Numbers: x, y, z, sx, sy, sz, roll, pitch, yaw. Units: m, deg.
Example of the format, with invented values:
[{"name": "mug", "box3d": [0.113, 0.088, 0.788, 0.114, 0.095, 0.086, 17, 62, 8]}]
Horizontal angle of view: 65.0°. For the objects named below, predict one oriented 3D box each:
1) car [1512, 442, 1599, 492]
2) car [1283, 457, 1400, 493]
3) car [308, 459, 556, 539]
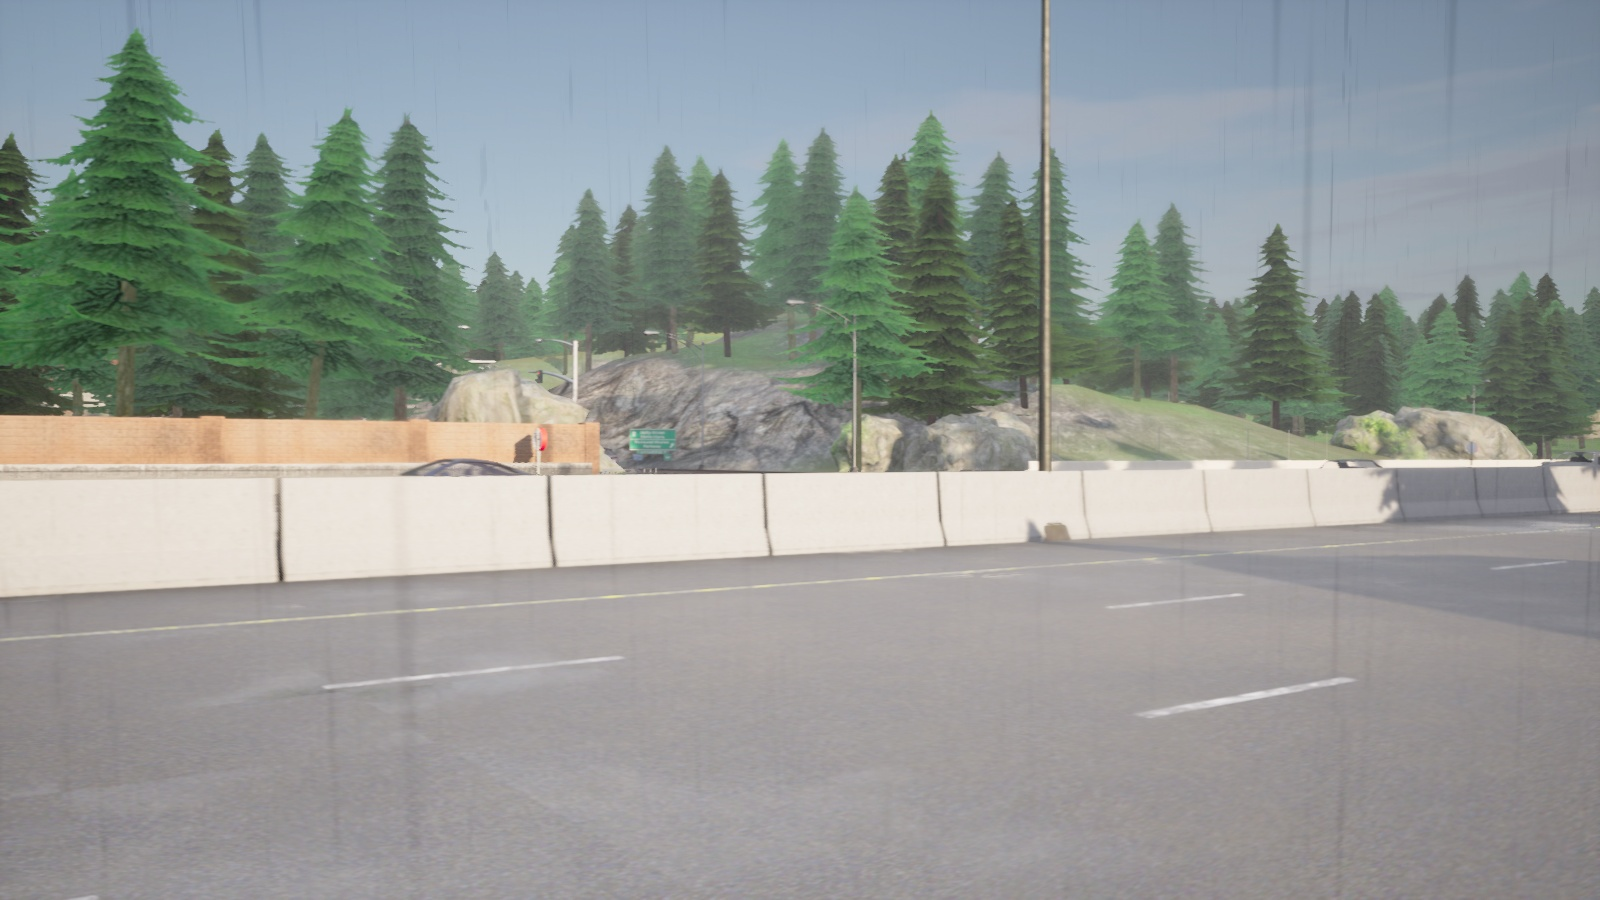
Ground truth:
[{"name": "car", "box3d": [27.335, 0.574, 44.007, 5.027, 1.651, 2.152, 0, 0, -35]}, {"name": "car", "box3d": [20.700, 0.919, 47.916, 4.718, 1.301, 1.895, 0, 0, -35]}, {"name": "car", "box3d": [-7.090, 0.883, 24.309, 4.181, 1.385, 1.994, 0, 0, -35]}]
